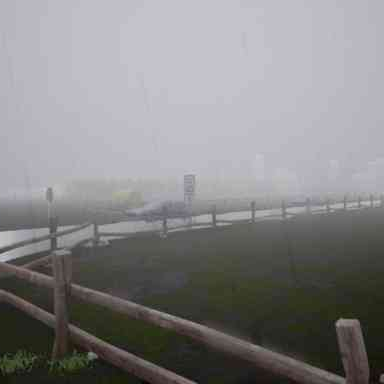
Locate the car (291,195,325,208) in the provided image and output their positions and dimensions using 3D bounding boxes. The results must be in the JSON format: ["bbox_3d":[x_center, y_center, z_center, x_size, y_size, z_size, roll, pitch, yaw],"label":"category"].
[{"bbox_3d":[13.381,1.067,38.004,5.357,1.411,2.033,-1,1,-44],"label":"car"}]

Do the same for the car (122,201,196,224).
[{"bbox_3d":[-2.100,1.316,22.990,5.357,1.411,2.033,-1,1,-44],"label":"car"}]
